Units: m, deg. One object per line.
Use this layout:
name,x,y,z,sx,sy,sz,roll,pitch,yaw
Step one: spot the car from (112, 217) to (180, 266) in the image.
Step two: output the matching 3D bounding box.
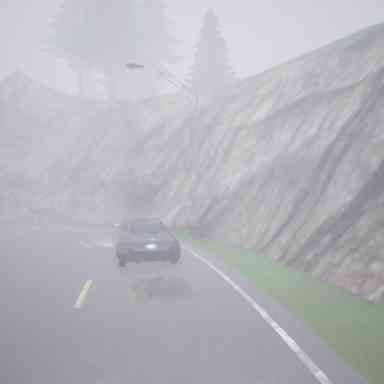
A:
car,-1.752,1.585,11.790,1.994,1.385,4.181,0,0,-16
